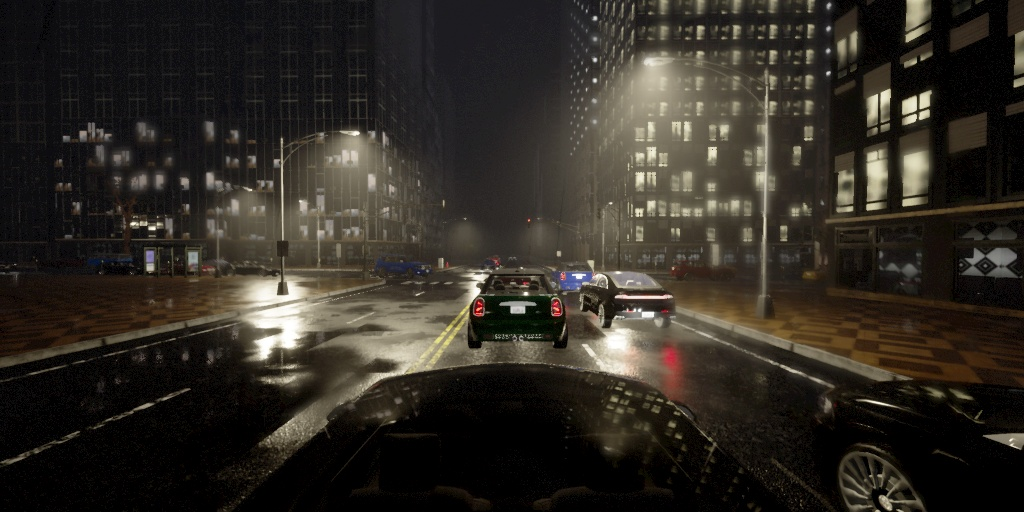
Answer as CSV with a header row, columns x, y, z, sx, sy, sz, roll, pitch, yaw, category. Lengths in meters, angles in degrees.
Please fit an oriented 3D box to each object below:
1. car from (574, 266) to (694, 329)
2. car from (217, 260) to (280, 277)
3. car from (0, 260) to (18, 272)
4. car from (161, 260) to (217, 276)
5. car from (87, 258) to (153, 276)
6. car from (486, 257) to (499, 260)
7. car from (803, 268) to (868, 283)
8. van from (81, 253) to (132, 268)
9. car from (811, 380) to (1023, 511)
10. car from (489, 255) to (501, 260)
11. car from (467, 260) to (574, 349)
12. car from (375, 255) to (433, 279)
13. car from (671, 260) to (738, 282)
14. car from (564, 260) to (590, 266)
x,y,z,sx,sy,sz,roll,pitch,yaw,category
3.363,1.237,11.294,2.128,1.511,4.902,0,0,0,car
-22.692,1.173,31.364,4.313,1.339,1.948,0,0,1,car
-51.091,0.828,34.757,4.674,1.442,1.812,0,1,2,car
-28.376,1.138,31.504,4.207,1.307,1.802,0,0,1,car
-34.057,1.069,31.685,4.313,1.339,1.948,0,0,1,car
-3.281,1.241,50.822,1.812,1.442,4.674,0,0,0,car
27.680,1.578,30.573,4.829,1.417,1.751,0,0,1,car
-45.236,0.605,40.360,3.998,1.789,1.690,0,0,1,van
3.344,1.242,0.902,2.128,1.511,4.902,0,0,0,car
-3.237,0.921,62.595,2.150,2.045,5.566,0,0,1,car
0.111,1.099,9.320,2.097,1.767,4.553,0,0,0,car
-9.689,0.932,32.093,5.566,2.045,2.150,1,0,27,car
16.232,1.269,30.785,5.009,1.841,2.192,0,0,1,car
3.375,1.092,20.136,2.097,1.767,4.553,0,0,0,car
